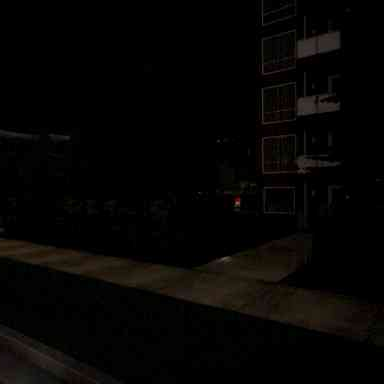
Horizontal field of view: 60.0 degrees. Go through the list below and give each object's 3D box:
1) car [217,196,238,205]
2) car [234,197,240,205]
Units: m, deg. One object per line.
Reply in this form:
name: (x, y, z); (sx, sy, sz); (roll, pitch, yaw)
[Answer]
car: (6.473, 1.526, 60.134); (1.812, 1.442, 4.674); (0, 0, 36)
car: (9.307, 1.478, 58.079); (1.882, 1.535, 5.008); (0, 0, 36)
